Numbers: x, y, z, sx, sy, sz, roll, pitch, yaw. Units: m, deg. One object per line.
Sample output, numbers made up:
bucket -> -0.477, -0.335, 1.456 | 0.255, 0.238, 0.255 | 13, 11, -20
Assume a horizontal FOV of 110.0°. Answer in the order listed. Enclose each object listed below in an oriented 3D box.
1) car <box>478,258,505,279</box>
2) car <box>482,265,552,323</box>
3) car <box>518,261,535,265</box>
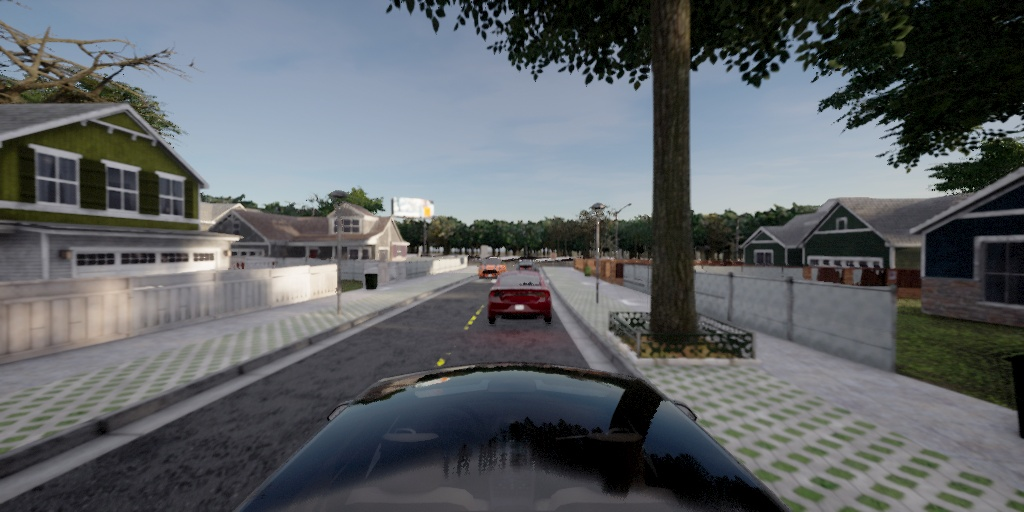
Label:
car -> -1.687, 1.018, 31.629 | 2.097, 1.767, 4.553 | 0, 0, 4
car -> 0.285, 1.232, 12.206 | 1.882, 1.535, 5.008 | 0, 0, 2
car -> 1.248, 1.175, 31.441 | 1.837, 1.490, 4.892 | 0, 0, 4
